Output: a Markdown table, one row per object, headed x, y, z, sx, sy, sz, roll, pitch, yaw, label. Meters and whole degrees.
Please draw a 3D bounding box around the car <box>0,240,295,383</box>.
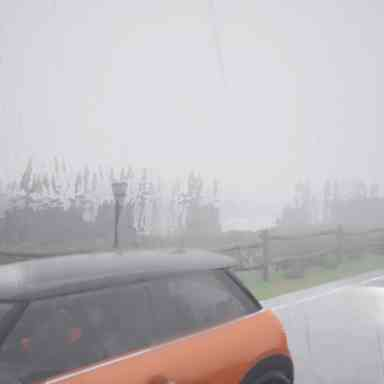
| x | y | z | sx | sy | sz | roll | pitch | yaw | label |
| --- | --- | --- | --- | --- | --- | --- | --- | --- | --- |
| -1.248 | 1.382 | 2.704 | 4.553 | 1.767 | 2.097 | 1 | -1 | -37 | car |
